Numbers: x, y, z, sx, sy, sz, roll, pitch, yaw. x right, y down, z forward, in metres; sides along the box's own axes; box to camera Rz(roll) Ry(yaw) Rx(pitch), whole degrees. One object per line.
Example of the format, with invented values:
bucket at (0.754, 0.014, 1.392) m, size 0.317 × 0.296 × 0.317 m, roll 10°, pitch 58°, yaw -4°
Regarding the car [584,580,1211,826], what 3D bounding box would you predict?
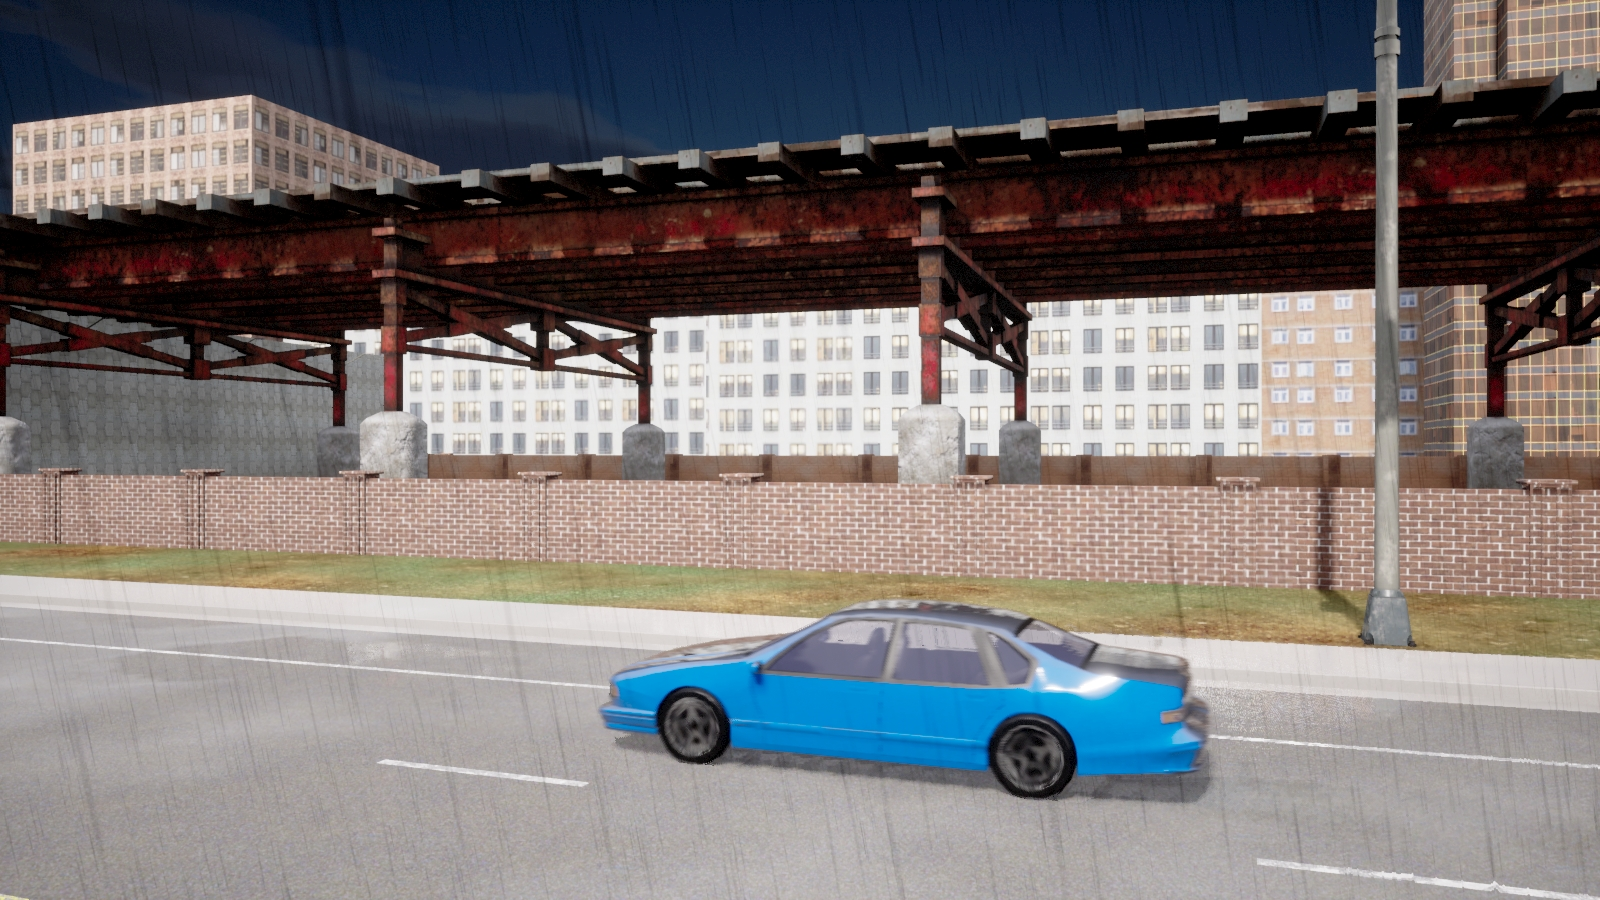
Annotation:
car at (0.901, 2.106, 10.418) m, size 5.357 × 1.411 × 2.033 m, roll 0°, pitch 0°, yaw 20°
